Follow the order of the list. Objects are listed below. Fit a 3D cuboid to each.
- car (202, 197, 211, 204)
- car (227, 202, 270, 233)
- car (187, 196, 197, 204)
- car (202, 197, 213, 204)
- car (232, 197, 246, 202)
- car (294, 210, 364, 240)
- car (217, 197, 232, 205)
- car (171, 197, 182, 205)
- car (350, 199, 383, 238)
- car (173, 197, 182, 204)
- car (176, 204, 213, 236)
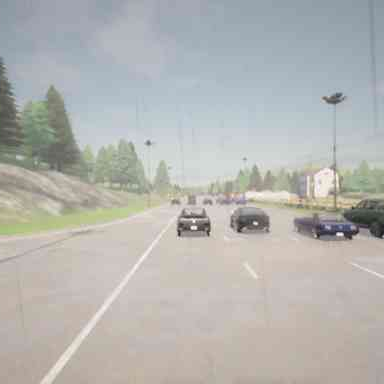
[{"bbox_3d":[3.491,2.094,82.309,2.128,1.511,4.902,0,-1,0],"label":"car"},{"bbox_3d":[3.599,1.669,21.294,1.882,1.535,5.008,0,-1,0],"label":"car"},{"bbox_3d":[-0.008,2.159,71.888,2.128,1.511,4.902,0,-1,0],"label":"car"},{"bbox_3d":[3.492,2.134,71.889,1.837,1.490,4.892,0,-1,0],"label":"car"},{"bbox_3d":[10.492,2.111,71.890,1.882,1.535,5.008,0,-1,0],"label":"car"},{"bbox_3d":[7.098,1.764,18.173,1.895,1.301,4.718,0,-1,0],"label":"car"},{"bbox_3d":[6.992,2.134,71.889,1.837,1.490,4.892,0,-1,0],"label":"car"},{"bbox_3d":[-3.508,2.135,71.918,1.837,1.490,4.892,0,-1,0],"label":"car"},{"bbox_3d":[10.597,1.391,18.859,2.150,2.045,5.566,0,-1,0],"label":"car"},{"bbox_3d":[-3.509,2.047,82.339,1.882,1.535,5.008,0,-1,0],"label":"car"},{"bbox_3d":[0.098,1.669,19.715,2.128,1.511,4.902,0,-1,0],"label":"car"}]
